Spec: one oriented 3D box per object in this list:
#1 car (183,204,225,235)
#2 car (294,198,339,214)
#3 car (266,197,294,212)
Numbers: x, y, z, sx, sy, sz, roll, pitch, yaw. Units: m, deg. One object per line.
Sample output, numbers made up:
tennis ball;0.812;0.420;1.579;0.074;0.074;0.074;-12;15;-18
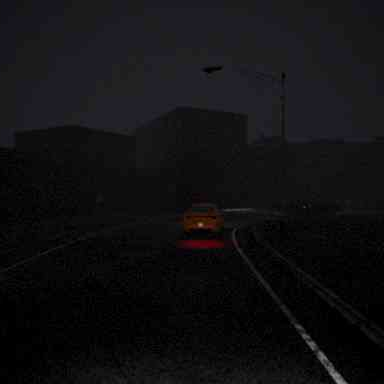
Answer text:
car;0.734;1.361;17.995;1.882;1.535;5.008;0;0;7
car;12.946;1.510;33.960;4.181;1.385;1.994;1;0;-27
car;10.597;1.352;36.913;5.008;1.535;1.882;1;0;-25
